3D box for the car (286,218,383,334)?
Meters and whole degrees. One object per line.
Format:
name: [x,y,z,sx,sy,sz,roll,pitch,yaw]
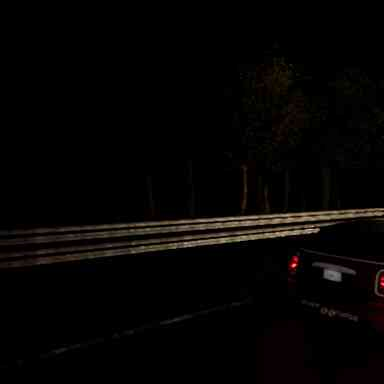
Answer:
car: [3.953,1.321,6.421,4.553,1.767,2.097,0,0,-35]
